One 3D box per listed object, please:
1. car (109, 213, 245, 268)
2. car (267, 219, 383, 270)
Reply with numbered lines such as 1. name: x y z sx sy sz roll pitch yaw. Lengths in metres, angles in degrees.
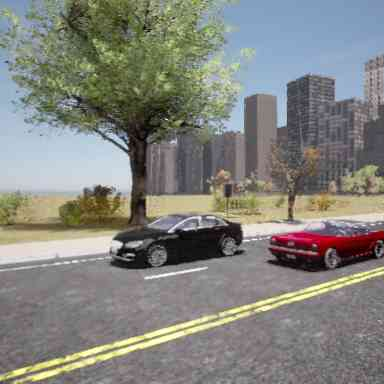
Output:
1. car: -0.356 1.506 11.463 4.902 1.511 2.128 0 0 -36
2. car: 4.707 1.603 11.135 4.718 1.301 1.895 0 0 -36
